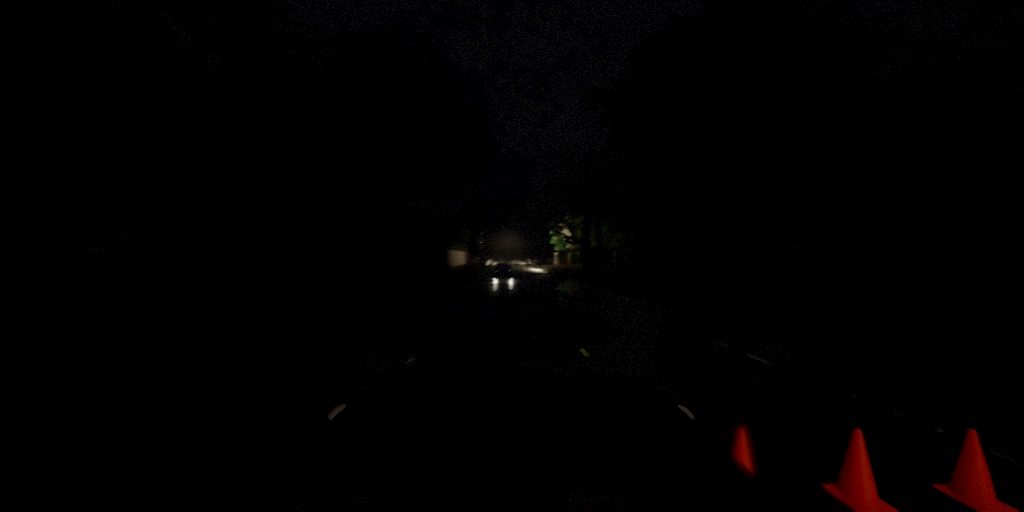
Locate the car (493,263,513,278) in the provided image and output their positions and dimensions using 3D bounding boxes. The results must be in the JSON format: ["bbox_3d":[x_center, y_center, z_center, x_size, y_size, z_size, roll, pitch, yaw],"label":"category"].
[{"bbox_3d":[-0.922,1.442,37.701,1.882,1.535,5.008,1,0,-1],"label":"car"}]

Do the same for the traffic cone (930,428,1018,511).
[{"bbox_3d":[3.925,1.776,3.061,0.340,0.580,0.340,0,0,-1],"label":"traffic cone"}]

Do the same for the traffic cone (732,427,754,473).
[{"bbox_3d":[1.926,1.745,3.012,0.340,0.580,0.340,0,0,-1],"label":"traffic cone"}]

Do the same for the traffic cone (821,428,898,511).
[{"bbox_3d":[2.926,1.760,3.037,0.340,0.580,0.340,0,0,-1],"label":"traffic cone"}]
